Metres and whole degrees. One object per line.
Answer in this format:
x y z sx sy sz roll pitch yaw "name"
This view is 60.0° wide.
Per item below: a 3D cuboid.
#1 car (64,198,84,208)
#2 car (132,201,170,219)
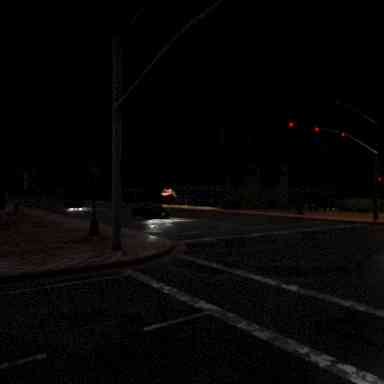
-17.337 1.618 48.735 1.994 1.385 4.181 0 0 -35 "car"
-3.781 1.579 29.739 1.812 1.442 4.674 0 0 -36 "car"
